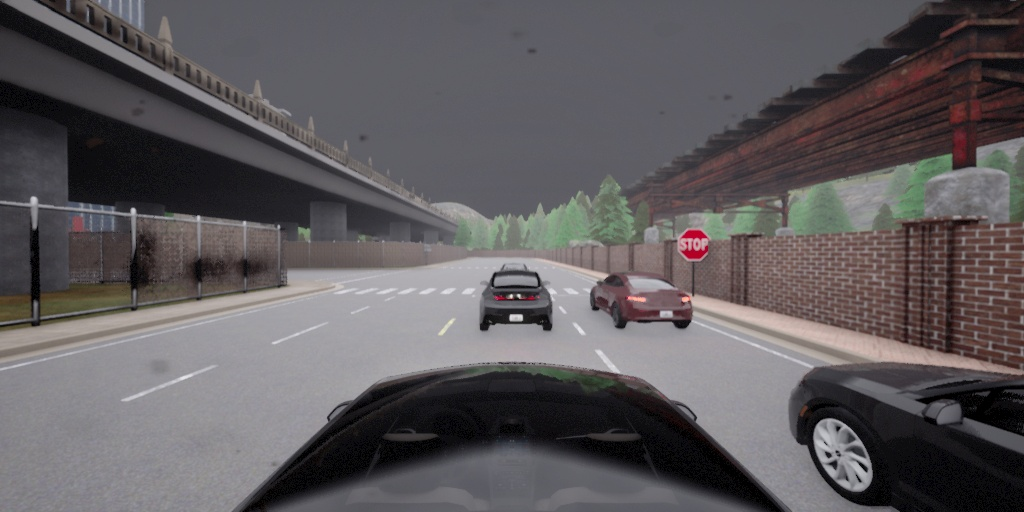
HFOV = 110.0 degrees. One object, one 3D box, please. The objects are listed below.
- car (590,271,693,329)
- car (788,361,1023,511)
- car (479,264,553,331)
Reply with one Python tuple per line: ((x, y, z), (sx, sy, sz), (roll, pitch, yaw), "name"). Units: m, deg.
((3.621, 1.166, 10.694), (1.812, 1.442, 4.674), (0, 1, 0), "car")
((3.600, 1.258, 1.477), (1.837, 1.490, 4.892), (0, 1, 0), "car")
((0.101, 1.146, 10.568), (1.837, 1.490, 4.892), (0, 0, 0), "car")
